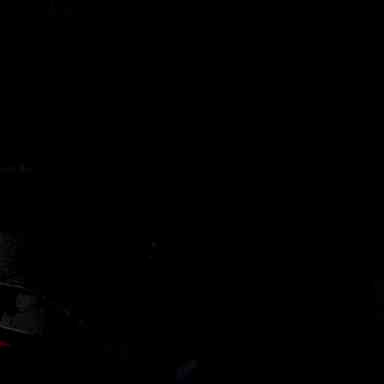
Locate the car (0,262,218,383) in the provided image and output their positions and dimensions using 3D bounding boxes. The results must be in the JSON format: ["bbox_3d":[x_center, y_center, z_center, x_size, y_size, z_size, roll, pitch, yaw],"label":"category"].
[{"bbox_3d":[-1.727,1.566,4.052,4.313,1.339,1.947,0,0,36],"label":"car"}]
